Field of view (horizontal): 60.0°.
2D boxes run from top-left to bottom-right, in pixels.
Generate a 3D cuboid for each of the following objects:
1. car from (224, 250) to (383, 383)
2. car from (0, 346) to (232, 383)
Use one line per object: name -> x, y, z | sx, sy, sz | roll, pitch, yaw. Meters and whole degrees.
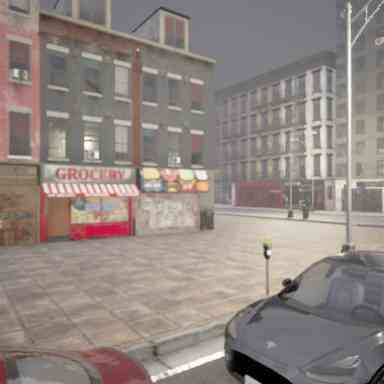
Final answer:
car -> 2.415, 1.570, 4.533 | 4.313, 1.339, 1.947 | 0, 0, -35
car -> -2.025, 1.581, 1.369 | 4.206, 1.307, 1.802 | 0, 0, -35
